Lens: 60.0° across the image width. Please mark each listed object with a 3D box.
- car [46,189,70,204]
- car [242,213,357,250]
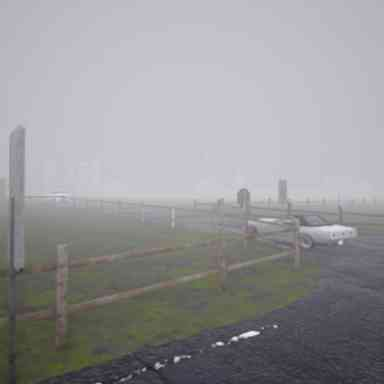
[{"bbox_3d":[-19.881,0.636,49.232,2.150,2.045,5.566,1,0,-37],"label":"car"},{"bbox_3d":[4.341,1.570,14.295,1.895,1.301,4.718,0,1,-34],"label":"car"}]
